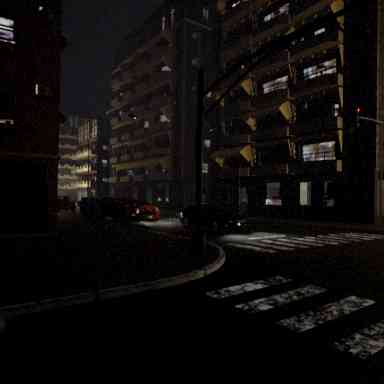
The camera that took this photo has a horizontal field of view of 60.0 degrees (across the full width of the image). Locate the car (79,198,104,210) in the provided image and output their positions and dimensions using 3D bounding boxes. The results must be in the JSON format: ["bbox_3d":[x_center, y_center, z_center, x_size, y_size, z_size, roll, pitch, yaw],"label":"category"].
[{"bbox_3d":[-14.253,1.694,47.066,1.837,1.490,4.892,1,-1,-35],"label":"car"}]

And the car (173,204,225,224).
[{"bbox_3d":[0.475,1.663,26.228,1.994,1.385,4.181,1,-1,-35],"label":"car"}]

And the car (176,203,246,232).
[{"bbox_3d":[1.155,1.527,20.215,1.837,1.490,4.892,1,-1,-36],"label":"car"}]

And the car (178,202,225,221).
[{"bbox_3d":[0.758,1.685,30.093,1.752,1.417,4.829,1,-1,-35],"label":"car"}]

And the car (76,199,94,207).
[{"bbox_3d":[-18.454,1.866,57.271,1.802,1.307,4.206,1,-1,-35],"label":"car"}]

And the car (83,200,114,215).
[{"bbox_3d":[-10.272,1.650,36.332,1.994,1.385,4.181,1,-1,-35],"label":"car"}]

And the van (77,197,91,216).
[{"bbox_3d":[-8.793,1.354,29.960,1.690,1.788,3.998,1,-1,-35],"label":"van"}]

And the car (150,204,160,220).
[{"bbox_3d":[-4.569,1.404,28.263,2.097,1.767,4.553,1,-1,-35],"label":"car"}]

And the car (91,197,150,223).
[{"bbox_3d":[-5.574,1.309,25.408,2.192,1.841,5.009,1,-1,-35],"label":"car"}]

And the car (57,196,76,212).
[{"bbox_3d":[-15.229,1.368,39.067,2.192,1.841,5.009,1,-1,-35],"label":"car"}]
